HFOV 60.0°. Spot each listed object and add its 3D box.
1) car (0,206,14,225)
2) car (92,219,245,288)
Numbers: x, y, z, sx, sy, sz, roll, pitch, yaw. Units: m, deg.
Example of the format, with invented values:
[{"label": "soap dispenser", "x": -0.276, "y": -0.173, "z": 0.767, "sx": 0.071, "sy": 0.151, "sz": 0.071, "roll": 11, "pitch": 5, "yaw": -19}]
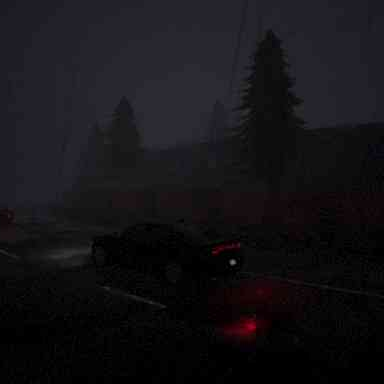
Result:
[{"label": "car", "x": -14.128, "y": 1.629, "z": 23.714, "sx": 1.895, "sy": 1.301, "sz": 4.718, "roll": 0, "pitch": 0, "yaw": -37}, {"label": "car", "x": -0.907, "y": 1.513, "z": 9.509, "sx": 5.008, "sy": 1.535, "sz": 1.882, "roll": 0, "pitch": 0, "yaw": 41}]
